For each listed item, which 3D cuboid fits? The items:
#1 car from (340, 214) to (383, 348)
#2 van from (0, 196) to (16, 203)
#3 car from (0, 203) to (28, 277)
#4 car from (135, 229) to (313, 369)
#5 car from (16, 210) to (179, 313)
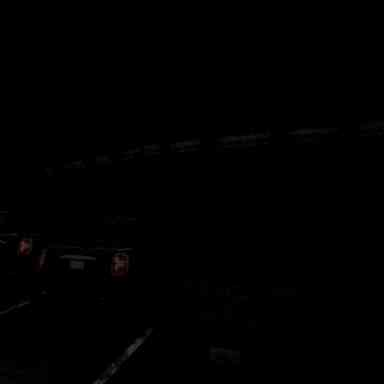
[{"bbox_3d":[3.505,1.239,4.411,2.435,2.045,5.566,0,0,15],"label":"car"},{"bbox_3d":[-8.792,1.141,13.248,1.878,1.987,4.442,0,0,15],"label":"van"},{"bbox_3d":[-3.915,1.290,9.602,2.185,1.767,4.553,0,0,16],"label":"car"},{"bbox_3d":[1.022,1.494,6.101,2.163,1.488,4.792,1,0,15],"label":"car"},{"bbox_3d":[-1.441,1.315,7.854,2.185,1.767,4.553,0,-1,15],"label":"car"}]
